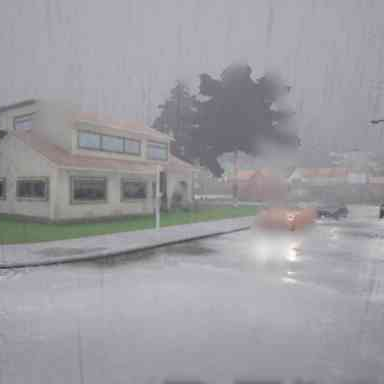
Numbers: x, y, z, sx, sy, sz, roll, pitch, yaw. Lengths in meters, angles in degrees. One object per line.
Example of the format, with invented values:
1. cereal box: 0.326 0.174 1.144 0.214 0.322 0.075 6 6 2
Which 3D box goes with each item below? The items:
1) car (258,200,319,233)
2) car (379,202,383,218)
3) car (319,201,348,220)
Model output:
1. car: 5.574 1.300 19.363 2.097 1.767 4.553 1 0 35
2. car: 17.564 1.472 28.923 2.128 1.511 4.902 1 0 36
3. car: 11.673 1.496 27.855 2.033 1.411 5.357 1 0 36
